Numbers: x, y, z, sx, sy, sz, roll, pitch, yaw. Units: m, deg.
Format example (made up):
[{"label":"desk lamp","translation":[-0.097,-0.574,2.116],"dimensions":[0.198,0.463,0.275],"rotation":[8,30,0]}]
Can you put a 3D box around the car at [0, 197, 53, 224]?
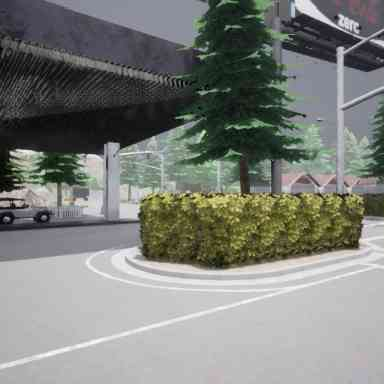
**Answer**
[{"label":"car","translation":[-12.017,1.313,23.451],"dimensions":[3.866,1.878,1.905],"rotation":[0,0,-36]}]
